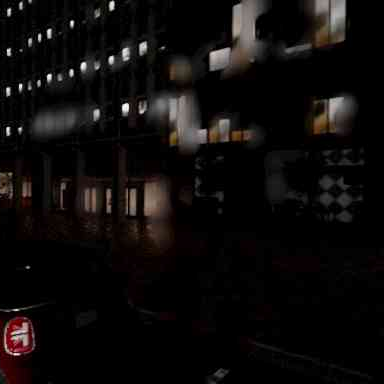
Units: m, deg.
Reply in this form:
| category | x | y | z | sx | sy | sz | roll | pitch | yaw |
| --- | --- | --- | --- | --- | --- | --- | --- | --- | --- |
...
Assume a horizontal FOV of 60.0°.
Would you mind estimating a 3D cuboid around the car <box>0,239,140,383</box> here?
| category | x | y | z | sx | sy | sz | roll | pitch | yaw |
| --- | --- | --- | --- | --- | --- | --- | --- | --- | --- |
| car | -2.754 | 1.415 | 4.828 | 4.097 | 1.590 | 1.967 | 0 | 1 | 35 |
